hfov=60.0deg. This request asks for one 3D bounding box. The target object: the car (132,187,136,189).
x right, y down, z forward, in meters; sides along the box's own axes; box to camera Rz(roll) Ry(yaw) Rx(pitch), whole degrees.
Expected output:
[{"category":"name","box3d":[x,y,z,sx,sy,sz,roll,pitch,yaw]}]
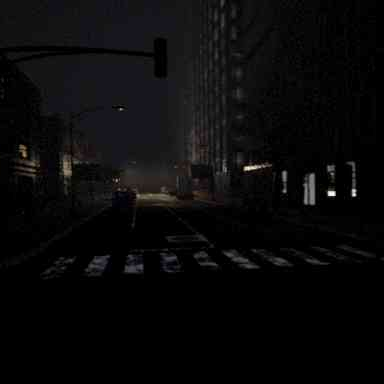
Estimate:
[{"category":"car","box3d":[-10.804,0.255,58.181,2.192,1.841,5.009,0,1,-9]}]

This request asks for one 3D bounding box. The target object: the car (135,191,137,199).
[{"category":"car","box3d":[-8.203,0.824,41.791,1.802,1.307,4.206,0,1,-9]}]

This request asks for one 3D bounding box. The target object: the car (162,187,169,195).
[{"category":"car","box3d":[-5.156,0.039,76.050,1.752,1.417,4.829,0,1,-9]}]

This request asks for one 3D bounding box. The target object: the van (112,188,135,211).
[{"category":"van","box3d":[-6.468,0.784,30.857,1.690,1.788,3.998,0,1,-9]}]

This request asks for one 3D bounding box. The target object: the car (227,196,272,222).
[{"category":"car","box3d":[3.544,0.961,21.225,1.967,1.590,4.097,0,1,-9]}]

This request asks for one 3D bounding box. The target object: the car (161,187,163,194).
[{"category":"car","box3d":[-5.996,-0.269,81.344,2.192,1.841,5.009,0,1,-9]}]

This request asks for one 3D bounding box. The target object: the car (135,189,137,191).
[{"category":"car","box3d":[-9.071,0.707,47.256,1.947,1.339,4.313,0,1,-9]}]

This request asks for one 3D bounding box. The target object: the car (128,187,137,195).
[{"category":"car","box3d":[-15.140,-0.247,85.508,2.192,1.841,5.009,0,1,-9]}]

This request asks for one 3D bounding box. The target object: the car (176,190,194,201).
[{"category":"car","box3d":[-0.819,0.541,48.723,1.752,1.417,4.829,0,1,-9]}]

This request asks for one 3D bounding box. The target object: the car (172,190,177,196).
[{"category":"car","box3d":[-1.686,0.441,54.188,1.752,1.417,4.829,0,1,-9]}]

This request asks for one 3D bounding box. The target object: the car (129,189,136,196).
[{"category":"car","box3d":[-14.248,0.067,79.879,1.752,1.417,4.829,0,1,-9]}]

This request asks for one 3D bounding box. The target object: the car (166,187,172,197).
[{"category":"car","box3d":[-3.394,0.262,64.951,1.887,1.381,4.507,0,1,-9]}]

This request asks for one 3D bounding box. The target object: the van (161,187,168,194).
[{"category":"van","box3d":[-7.730,-0.444,92.275,1.690,1.788,3.998,0,1,-9]}]
